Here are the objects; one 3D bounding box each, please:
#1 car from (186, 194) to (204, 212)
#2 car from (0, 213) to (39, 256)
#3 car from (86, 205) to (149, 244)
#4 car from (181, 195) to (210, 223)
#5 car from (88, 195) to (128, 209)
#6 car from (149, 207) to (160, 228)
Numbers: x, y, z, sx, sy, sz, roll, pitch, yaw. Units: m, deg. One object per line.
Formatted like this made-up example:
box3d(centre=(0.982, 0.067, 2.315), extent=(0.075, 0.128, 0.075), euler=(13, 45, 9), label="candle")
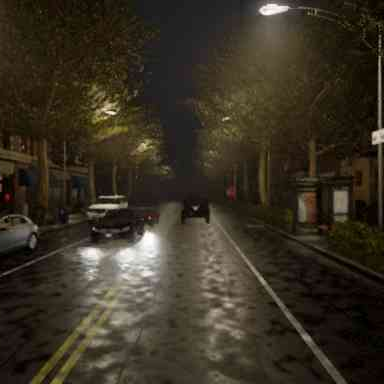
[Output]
box3d(centre=(0.375, 1.343, 42.984), extent=(2.150, 2.045, 5.566), euler=(0, 0, 0), label="car")
box3d(centre=(-7.065, 1.512, 11.490), extent=(2.231, 1.521, 4.892), euler=(0, 0, 0), label="car")
box3d(centre=(-3.490, 1.571, 16.309), extent=(1.812, 1.442, 4.674), euler=(0, 0, 0), label="car")
box3d(centre=(0.274, 1.298, 26.692), extent=(2.150, 2.045, 5.566), euler=(0, 0, 0), label="car")
box3d(centre=(-6.386, 1.300, 25.852), extent=(2.435, 2.045, 5.566), euler=(0, 0, 0), label="car")
box3d(centre=(-3.352, 1.717, 23.015), extent=(1.895, 1.301, 4.718), euler=(0, 0, 0), label="car")
